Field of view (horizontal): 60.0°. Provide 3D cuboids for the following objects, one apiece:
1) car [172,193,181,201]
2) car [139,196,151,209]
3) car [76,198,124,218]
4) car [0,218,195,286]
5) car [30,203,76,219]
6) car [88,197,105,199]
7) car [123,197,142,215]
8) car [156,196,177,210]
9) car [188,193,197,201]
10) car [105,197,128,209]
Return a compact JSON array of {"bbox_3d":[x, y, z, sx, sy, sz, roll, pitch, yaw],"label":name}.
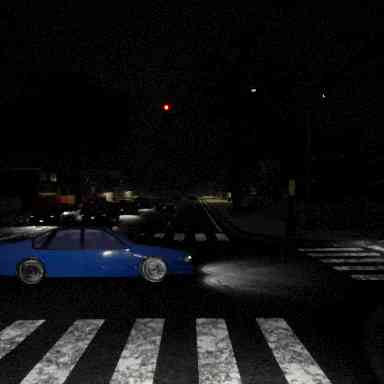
[{"bbox_3d":[-3.160,0.939,67.773,2.128,1.511,4.902,0,1,0],"label":"car"},{"bbox_3d":[-6.595,1.337,43.785,1.837,1.490,4.892,0,1,0],"label":"car"},{"bbox_3d":[-6.603,1.469,24.484,1.837,1.490,4.892,0,0,0],"label":"car"},{"bbox_3d":[-2.608,1.572,8.992,5.357,1.411,2.033,-1,0,-1],"label":"car"},{"bbox_3d":[-9.855,1.512,24.405,2.033,1.411,5.357,0,0,0],"label":"car"},{"bbox_3d":[-9.853,1.286,33.789,2.097,1.767,4.553,0,0,0],"label":"car"},{"bbox_3d":[-6.601,1.500,33.381,1.994,1.385,4.181,0,0,0],"label":"car"},{"bbox_3d":[-3.151,1.483,39.929,1.895,1.301,4.718,0,1,0],"label":"car"},{"bbox_3d":[0.093,0.936,67.084,1.882,1.535,5.008,0,1,0],"label":"car"},{"bbox_3d":[-9.847,1.432,43.836,1.895,1.301,4.718,0,1,0],"label":"car"}]
